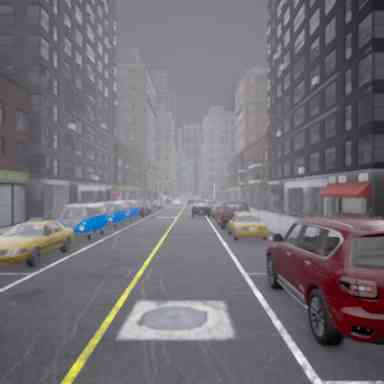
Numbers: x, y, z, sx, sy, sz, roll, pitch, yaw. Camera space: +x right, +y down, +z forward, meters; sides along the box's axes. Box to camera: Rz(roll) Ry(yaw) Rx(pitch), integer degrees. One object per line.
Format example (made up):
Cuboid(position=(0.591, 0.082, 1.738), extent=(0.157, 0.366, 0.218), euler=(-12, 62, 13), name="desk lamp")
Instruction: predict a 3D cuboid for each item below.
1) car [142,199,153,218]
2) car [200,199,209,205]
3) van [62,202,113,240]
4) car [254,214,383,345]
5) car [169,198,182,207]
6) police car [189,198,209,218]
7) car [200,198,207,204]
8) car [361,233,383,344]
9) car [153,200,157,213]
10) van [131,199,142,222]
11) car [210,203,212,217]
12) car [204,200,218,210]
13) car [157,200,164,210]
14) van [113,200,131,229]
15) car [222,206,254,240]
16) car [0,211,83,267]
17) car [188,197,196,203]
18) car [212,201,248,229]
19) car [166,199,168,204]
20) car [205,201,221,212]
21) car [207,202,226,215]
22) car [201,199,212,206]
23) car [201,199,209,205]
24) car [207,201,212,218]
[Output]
Cuboid(position=(-5.681, 1.635, 34.369), extent=(2.192, 1.841, 5.009), euler=(-1, -1, 0), name="car")
Cuboid(position=(2.866, 2.273, 79.052), extent=(1.947, 1.339, 4.313), euler=(-1, 0, 0), name="car")
Cuboid(position=(-5.680, 1.509, 17.612), extent=(1.690, 1.788, 3.998), euler=(-1, -1, 0), name="van")
Cuboid(position=(2.847, 1.378, 6.441), extent=(2.192, 1.841, 5.009), euler=(-1, -1, 0), name="car")
Cuboid(position=(-3.019, 2.118, 65.343), extent=(1.812, 1.442, 4.674), euler=(0, 0, 0), name="car")
Cuboid(position=(0.898, 1.749, 34.705), extent=(1.930, 1.638, 5.238), euler=(0, -1, 0), name="police car")
Cuboid(position=(2.867, 2.335, 84.638), extent=(1.802, 1.307, 4.206), euler=(-1, 0, 0), name="car")
Cuboid(position=(2.846, 1.325, 0.855), extent=(2.192, 1.841, 5.009), euler=(-1, -1, 0), name="car")
Cuboid(position=(-5.679, 1.810, 39.954), extent=(1.967, 1.590, 4.097), euler=(-1, -1, 0), name="car")
Cuboid(position=(-5.680, 1.611, 28.783), extent=(1.690, 1.788, 3.998), euler=(-1, -1, 0), name="van")
Cuboid(position=(2.855, 1.852, 28.781), extent=(1.802, 1.307, 4.206), euler=(-1, -1, 0), name="car")
Cuboid(position=(2.859, 2.020, 51.124), extent=(2.008, 1.369, 4.403), euler=(-1, -1, 0), name="car")
Cuboid(position=(-5.679, 1.910, 51.124), extent=(1.967, 1.590, 4.097), euler=(-1, -1, 0), name="car")
Cuboid(position=(-5.680, 1.560, 23.198), extent=(1.690, 1.788, 3.998), euler=(-1, -1, 0), name="van")
Cuboid(position=(2.852, 1.694, 17.780), extent=(1.752, 1.417, 4.829), euler=(-1, -1, 0), name="car")
Cuboid(position=(-5.678, 1.639, 11.855), extent=(1.752, 1.417, 4.829), euler=(-1, -1, 0), name="car")
Cuboid(position=(-0.003, 2.102, 85.242), extent=(1.882, 1.535, 5.008), euler=(0, 0, 0), name="car")
Cuboid(position=(2.851, 1.534, 23.198), extent=(2.192, 1.841, 5.009), euler=(-1, -1, 0), name="car")
Cuboid(position=(-5.678, 2.100, 56.709), extent=(1.802, 1.307, 4.206), euler=(-1, -1, 0), name="car")
Cuboid(position=(2.858, 1.986, 45.538), extent=(1.947, 1.339, 4.313), euler=(-1, -1, 0), name="car")
Cuboid(position=(2.857, 1.936, 39.952), extent=(1.947, 1.339, 4.313), euler=(-1, -1, 0), name="car")
Cuboid(position=(2.863, 2.165, 67.881), extent=(2.008, 1.369, 4.403), euler=(-1, 0, 0), name="car")
Cuboid(position=(2.864, 2.188, 73.637), extent=(1.752, 1.417, 4.829), euler=(-1, 0, 0), name="car")
Cuboid(position=(2.855, 1.847, 34.537), extent=(1.752, 1.417, 4.829), euler=(-1, -1, 0), name="car")
